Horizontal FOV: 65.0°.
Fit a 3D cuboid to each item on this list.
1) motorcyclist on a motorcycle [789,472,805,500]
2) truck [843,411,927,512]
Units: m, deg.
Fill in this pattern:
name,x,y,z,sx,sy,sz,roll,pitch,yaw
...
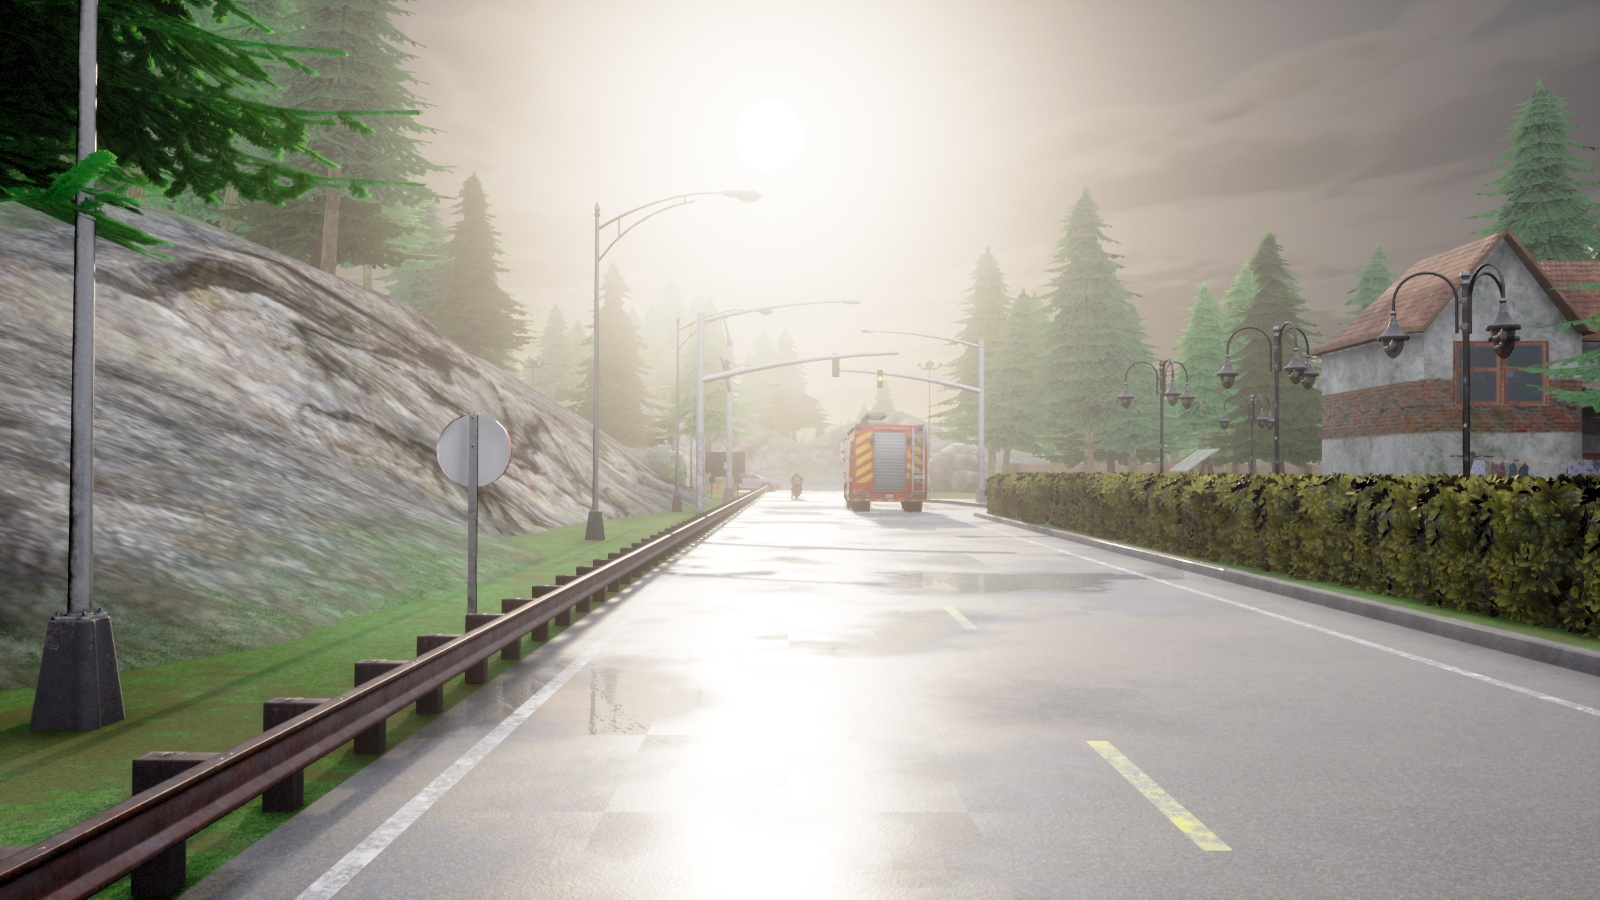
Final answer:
name,x,y,z,sx,sy,sz,roll,pitch,yaw
motorcyclist on a motorcycle,-0.166,2.027,70.237,0.866,1.530,2.191,0,-1,0
truck,3.375,0.534,51.871,2.891,3.827,8.468,0,-1,0
